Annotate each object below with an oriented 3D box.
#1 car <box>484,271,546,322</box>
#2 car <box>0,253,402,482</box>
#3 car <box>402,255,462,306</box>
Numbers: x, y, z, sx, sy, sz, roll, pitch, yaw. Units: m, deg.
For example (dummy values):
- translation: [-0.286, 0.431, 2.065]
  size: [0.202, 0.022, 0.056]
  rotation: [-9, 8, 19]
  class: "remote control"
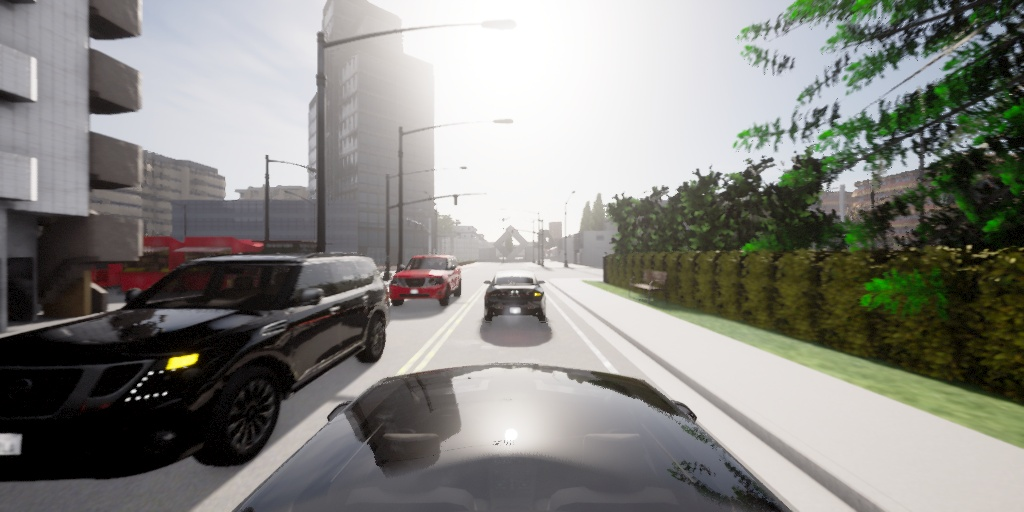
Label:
- translation: [0.092, 1.243, 12.209]
  size: [1.837, 1.490, 4.892]
  rotation: [0, 0, 0]
  class: "car"
- translation: [-3.602, 0.968, 5.279]
  size: [2.150, 2.045, 5.566]
  rotation: [0, 0, 0]
  class: "car"
- translation: [-3.582, 0.956, 16.002]
  size: [2.150, 2.045, 5.566]
  rotation: [0, 0, 1]
  class: "car"
